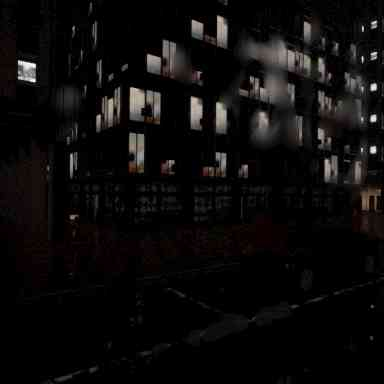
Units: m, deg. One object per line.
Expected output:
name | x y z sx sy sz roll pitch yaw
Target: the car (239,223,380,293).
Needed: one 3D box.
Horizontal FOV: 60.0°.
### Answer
car | 3.239 1.546 8.861 4.507 1.381 1.887 0 1 -36
